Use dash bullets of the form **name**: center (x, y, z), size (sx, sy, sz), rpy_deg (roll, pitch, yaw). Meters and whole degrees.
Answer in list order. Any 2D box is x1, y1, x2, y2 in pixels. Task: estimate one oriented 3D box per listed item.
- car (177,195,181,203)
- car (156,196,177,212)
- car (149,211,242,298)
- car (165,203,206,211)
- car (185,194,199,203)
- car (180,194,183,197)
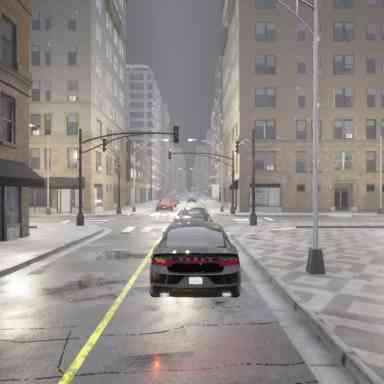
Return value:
- **car**: center (-3.139, 1.543, 49.492), size (2.033, 1.411, 5.357), rpy_deg (0, 0, 0)
- **car**: center (-3.156, 1.474, 39.761), size (1.882, 1.535, 5.008), rpy_deg (0, 0, -1)
- **car**: center (0.063, 1.477, 8.582), size (1.882, 1.535, 5.008), rpy_deg (0, 0, 0)
- **car**: center (0.081, 1.546, 18.392), size (2.033, 1.411, 5.357), rpy_deg (0, 0, 6)
- **car**: center (-0.019, 1.596, 69.690), size (1.895, 1.301, 4.718), rpy_deg (0, 0, 0)
- **car**: center (-3.155, 1.500, 59.667), size (1.837, 1.490, 4.892), rpy_deg (0, 0, 0)
